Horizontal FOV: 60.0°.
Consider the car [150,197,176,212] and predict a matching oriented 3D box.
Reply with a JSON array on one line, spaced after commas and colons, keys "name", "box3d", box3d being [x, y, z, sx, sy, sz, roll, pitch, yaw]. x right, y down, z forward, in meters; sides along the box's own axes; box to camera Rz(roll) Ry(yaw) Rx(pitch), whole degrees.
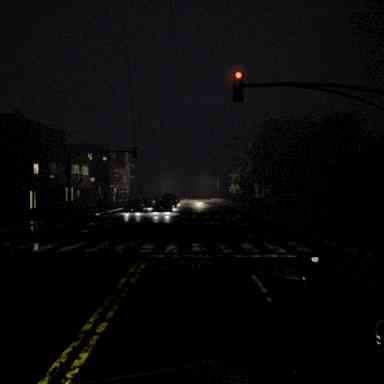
[{"name": "car", "box3d": [-3.310, 1.555, 38.321, 1.994, 1.385, 4.181, 0, 0, 0]}]

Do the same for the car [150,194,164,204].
[{"name": "car", "box3d": [-6.563, 1.339, 62.661, 2.097, 1.767, 4.553, 0, 0, 0]}]

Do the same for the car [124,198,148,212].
[{"name": "car", "box3d": [-6.588, 1.539, 38.432, 2.033, 1.411, 5.357, 0, 0, -3]}]

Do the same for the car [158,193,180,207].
[{"name": "car", "box3d": [-3.324, 1.209, 48.678, 2.150, 2.045, 5.566, 0, 0, 0]}]

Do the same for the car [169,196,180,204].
[{"name": "car", "box3d": [-3.306, 1.466, 63.030, 1.882, 1.535, 5.008, 0, 0, 0]}]

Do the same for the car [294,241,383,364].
[{"name": "car", "box3d": [3.359, 1.546, 5.540, 2.033, 1.411, 5.357, 0, 0, 0]}]

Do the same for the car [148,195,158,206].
[{"name": "car", "box3d": [-6.574, 1.537, 49.083, 2.033, 1.411, 5.357, 0, 0, 0]}]
